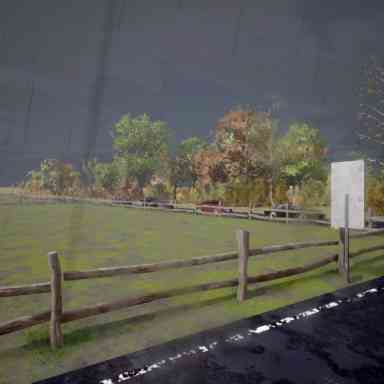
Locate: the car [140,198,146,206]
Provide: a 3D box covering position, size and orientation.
[{"bbox_3d":[-6.594,1.525,52.714,1.882,1.535,5.008,0,0,-34],"label":"car"}]

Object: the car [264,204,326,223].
[{"bbox_3d":[8.081,1.628,26.406,1.895,1.301,4.718,0,0,-35],"label":"car"}]

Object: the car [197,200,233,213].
[{"bbox_3d":[2.244,1.565,34.844,1.812,1.442,4.674,0,0,-34],"label":"car"}]

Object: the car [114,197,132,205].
[{"bbox_3d":[-12.540,1.590,61.227,2.033,1.411,5.357,0,0,-35],"label":"car"}]

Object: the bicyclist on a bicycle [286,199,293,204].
[{"bbox_3d":[9.956,1.491,34.192,1.656,1.620,0.582,0,0,-35],"label":"bicyclist on a bicycle"}]

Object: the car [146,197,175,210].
[{"bbox_3d":[-4.004,1.609,43.896,1.994,1.385,4.181,0,0,-35],"label":"car"}]
